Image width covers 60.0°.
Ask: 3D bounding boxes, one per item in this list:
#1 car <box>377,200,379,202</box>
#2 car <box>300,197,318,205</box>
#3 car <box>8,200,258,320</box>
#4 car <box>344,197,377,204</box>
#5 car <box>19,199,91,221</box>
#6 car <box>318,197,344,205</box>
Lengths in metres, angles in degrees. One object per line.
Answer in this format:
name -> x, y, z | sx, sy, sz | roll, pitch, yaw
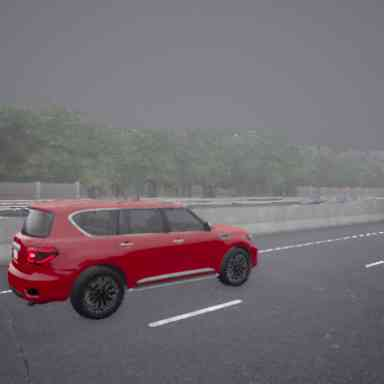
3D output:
car -> 24.252, 1.518, 39.356 | 4.181, 1.385, 1.994 | 0, 0, -36
car -> 17.446, 1.408, 47.378 | 4.902, 1.511, 2.128 | 0, 0, -36
car -> -0.970, 1.190, 7.508 | 5.566, 2.045, 2.150 | 0, 0, -37
car -> 21.619, 1.418, 41.766 | 5.008, 1.535, 1.882 | 0, 0, -36
car -> -10.805, 1.369, 26.421 | 5.008, 1.535, 1.882 | 0, 0, -36
car -> 19.599, 1.420, 44.621 | 4.902, 1.511, 2.128 | 0, 0, -36
